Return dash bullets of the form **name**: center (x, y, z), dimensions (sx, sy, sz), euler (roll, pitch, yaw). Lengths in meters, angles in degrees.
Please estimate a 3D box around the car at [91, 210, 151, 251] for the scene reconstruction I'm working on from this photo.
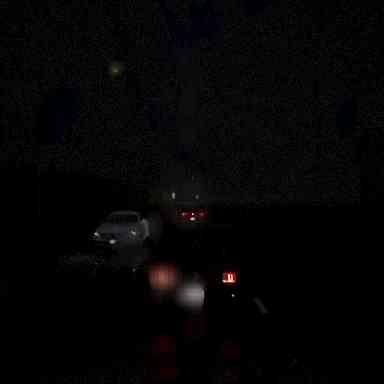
- **car**: center (-2.881, 1.530, 14.369), dimensions (1.812, 1.442, 4.674), euler (0, 0, 0)

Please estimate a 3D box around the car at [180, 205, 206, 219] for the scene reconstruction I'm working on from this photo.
- **car**: center (0.043, 1.623, 25.829), dimensions (1.895, 1.301, 4.718), euler (0, 0, 0)

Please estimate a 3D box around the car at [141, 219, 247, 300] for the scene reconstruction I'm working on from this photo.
- **car**: center (0.083, 1.604, 8.357), dimensions (1.895, 1.301, 4.718), euler (0, 0, 0)
